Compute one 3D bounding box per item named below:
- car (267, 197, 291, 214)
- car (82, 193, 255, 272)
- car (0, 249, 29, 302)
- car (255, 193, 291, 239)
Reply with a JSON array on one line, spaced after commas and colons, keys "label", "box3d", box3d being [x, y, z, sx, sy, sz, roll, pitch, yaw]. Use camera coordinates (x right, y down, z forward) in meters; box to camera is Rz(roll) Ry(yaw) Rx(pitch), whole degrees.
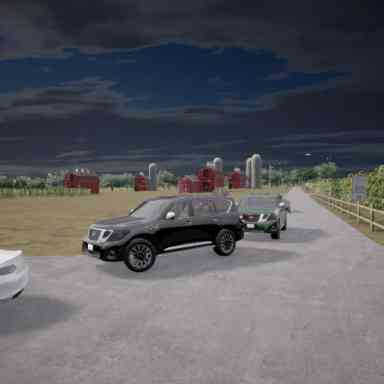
[{"label": "car", "box3d": [8.368, 1.264, 31.683, 1.994, 1.385, 4.181, 0, 0, 17]}, {"label": "car", "box3d": [-0.676, 1.143, 10.947, 5.566, 2.045, 2.150, -1, 1, -39]}, {"label": "car", "box3d": [-5.562, 1.618, 6.030, 4.674, 1.442, 1.812, -2, 1, -18]}, {"label": "car", "box3d": [3.496, 1.070, 16.805, 2.150, 2.045, 5.566, 0, 0, 21]}]
